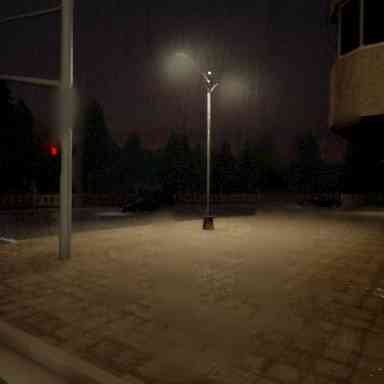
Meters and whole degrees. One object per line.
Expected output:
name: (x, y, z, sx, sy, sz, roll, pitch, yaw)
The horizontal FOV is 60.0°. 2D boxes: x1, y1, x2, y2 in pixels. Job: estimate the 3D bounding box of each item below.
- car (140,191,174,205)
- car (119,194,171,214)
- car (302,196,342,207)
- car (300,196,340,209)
car: (-4.520, 0.866, 35.968, 5.566, 2.045, 2.150, 0, 0, -39)
car: (-4.587, 1.204, 31.130, 4.674, 1.442, 1.812, 0, 0, -44)
car: (17.886, 1.306, 45.780, 4.892, 1.490, 1.837, 1, 0, -8)
car: (16.092, 1.286, 41.912, 5.008, 1.535, 1.882, 1, 0, -10)
